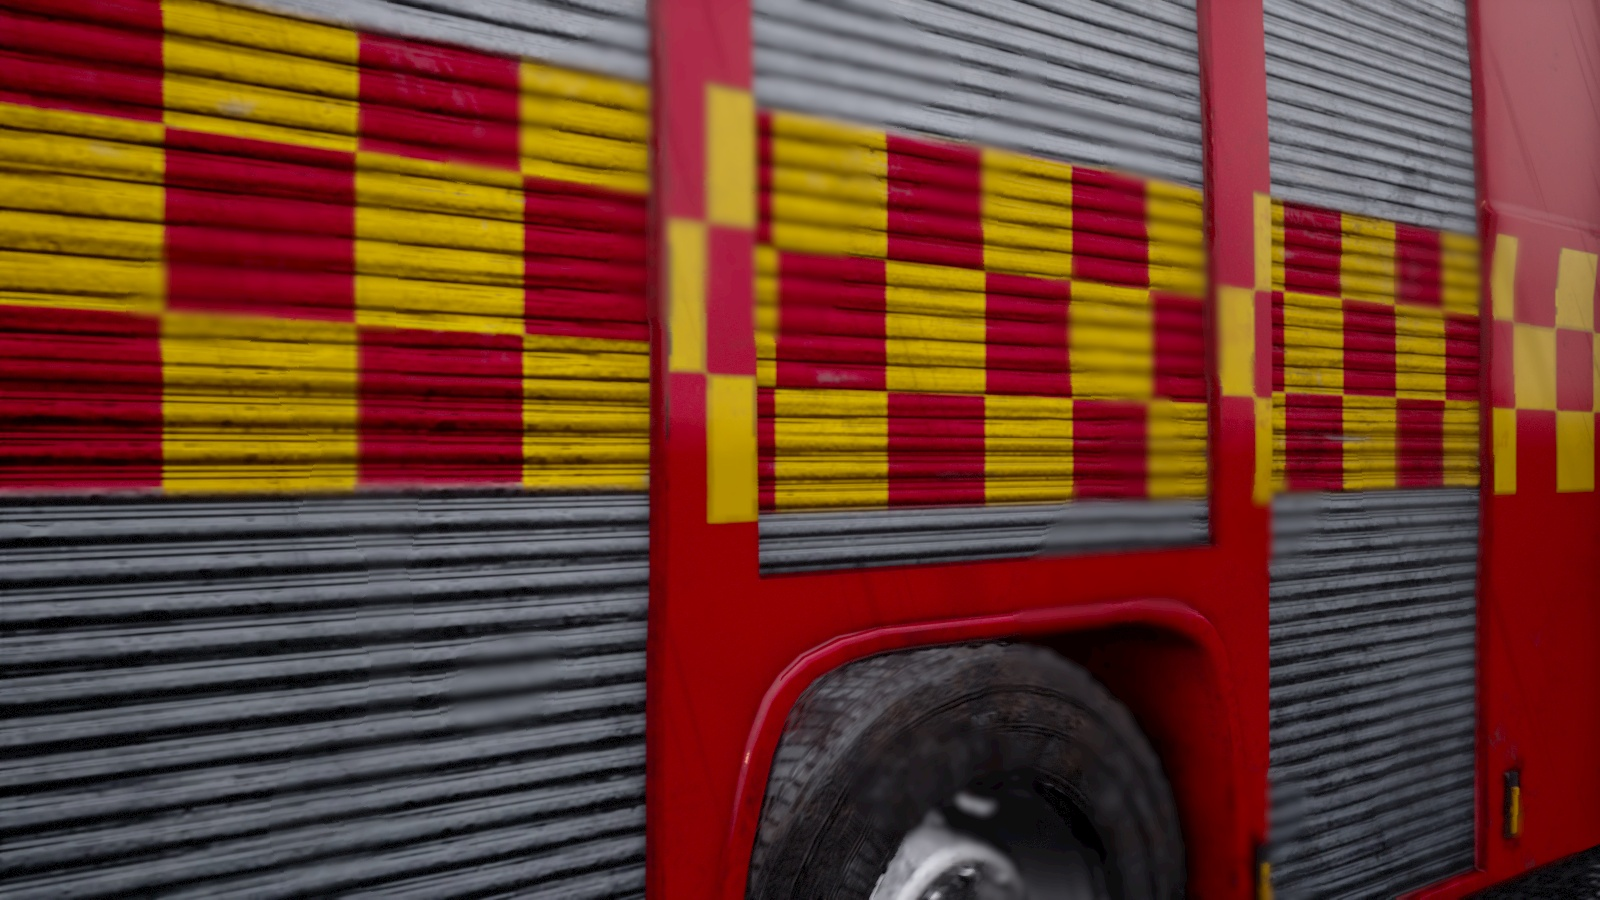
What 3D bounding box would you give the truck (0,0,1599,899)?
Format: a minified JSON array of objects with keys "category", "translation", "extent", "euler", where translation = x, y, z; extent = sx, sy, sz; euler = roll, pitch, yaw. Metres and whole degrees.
[{"category":"truck","translation":[1.765,-0.411,4.916],"extent":[8.468,3.827,2.891],"euler":[0,0,-35]}]
